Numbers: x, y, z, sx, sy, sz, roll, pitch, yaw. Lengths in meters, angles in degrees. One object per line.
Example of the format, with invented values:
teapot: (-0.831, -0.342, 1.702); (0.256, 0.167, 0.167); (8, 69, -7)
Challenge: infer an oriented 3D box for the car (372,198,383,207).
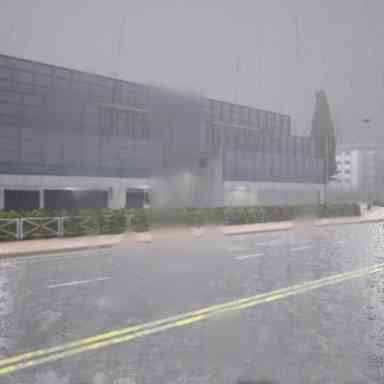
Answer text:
car: (31.798, 1.743, 55.275); (1.994, 1.385, 4.181); (0, 0, 2)
